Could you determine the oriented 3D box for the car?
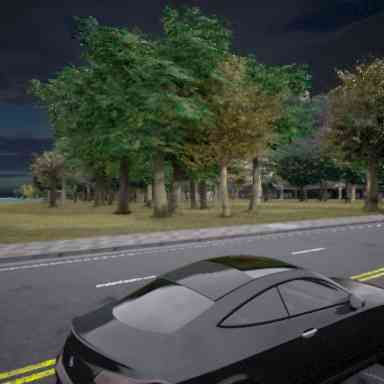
[{"bbox_3d":[0.845,1.526,4.059,4.674,1.442,1.812,0,0,-36],"label":"car"}]
